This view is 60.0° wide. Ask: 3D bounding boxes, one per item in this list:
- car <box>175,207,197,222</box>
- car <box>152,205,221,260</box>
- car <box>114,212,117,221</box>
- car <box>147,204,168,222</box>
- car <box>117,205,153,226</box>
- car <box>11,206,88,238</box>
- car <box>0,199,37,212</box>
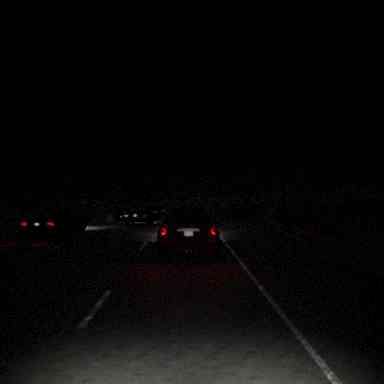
[{"bbox_3d":[-0.583,2.199,32.781,1.994,1.385,4.181,0,-4,-1],"label":"car"},{"bbox_3d":[-0.151,1.344,12.642,2.097,1.767,4.553,0,0,-1],"label":"car"},{"bbox_3d":[-7.709,2.688,38.646,1.837,1.490,4.892,0,-6,-1],"label":"car"},{"bbox_3d":[-4.290,2.783,42.395,2.150,2.045,5.566,0,-6,-1],"label":"car"},{"bbox_3d":[-3.921,1.769,25.178,2.033,1.411,5.357,0,-2,-1],"label":"car"},{"bbox_3d":[-7.267,1.592,17.985,2.033,1.411,5.357,0,-1,-1],"label":"car"},{"bbox_3d":[-14.655,1.599,27.375,2.150,2.045,5.566,0,-3,-1],"label":"car"}]
